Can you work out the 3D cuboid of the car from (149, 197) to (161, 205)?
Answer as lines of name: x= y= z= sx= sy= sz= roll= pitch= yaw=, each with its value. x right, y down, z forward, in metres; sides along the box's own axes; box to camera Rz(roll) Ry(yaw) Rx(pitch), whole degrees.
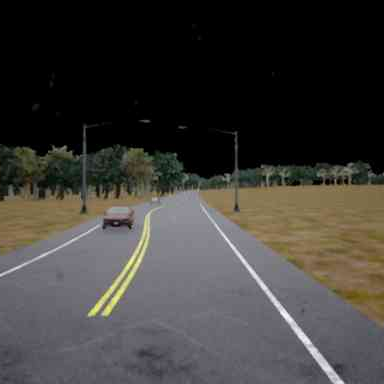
car: x=-7.043 y=1.712 z=63.988 sx=1.812 sy=1.442 sz=4.674 roll=0 pitch=0 yaw=0

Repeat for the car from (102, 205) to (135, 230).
car: x=-4.908 y=1.644 z=22.697 sx=1.882 sy=1.535 sz=5.008 roll=0 pitch=0 yaw=-7
